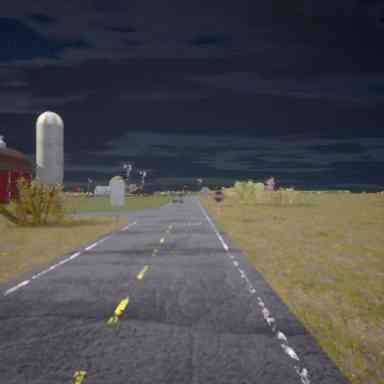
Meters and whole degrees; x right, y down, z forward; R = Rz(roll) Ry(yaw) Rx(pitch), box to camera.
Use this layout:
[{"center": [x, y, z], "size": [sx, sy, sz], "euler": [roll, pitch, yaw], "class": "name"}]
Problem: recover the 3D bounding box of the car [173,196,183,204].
[{"center": [-2.755, 1.553, 65.907], "size": [1.994, 1.385, 4.181], "euler": [0, 0, 0], "class": "car"}]
